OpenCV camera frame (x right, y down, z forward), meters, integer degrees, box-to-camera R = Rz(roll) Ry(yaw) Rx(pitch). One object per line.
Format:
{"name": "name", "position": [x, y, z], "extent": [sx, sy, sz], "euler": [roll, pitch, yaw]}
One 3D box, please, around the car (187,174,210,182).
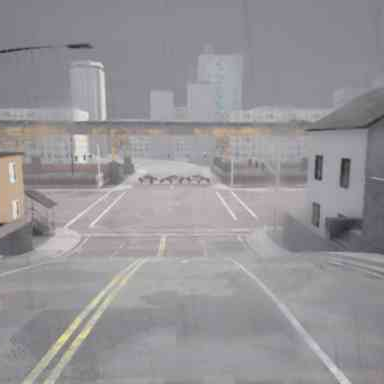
{"name": "car", "position": [1.282, -2.795, 68.954], "extent": [4.974, 1.542, 2.038], "euler": [5, 10, 27]}

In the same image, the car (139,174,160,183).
{"name": "car", "position": [-8.719, -2.812, 68.035], "extent": [4.536, 1.218, 1.853], "euler": [8, 12, 42]}

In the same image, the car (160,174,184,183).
{"name": "car", "position": [-4.032, -2.821, 68.106], "extent": [4.536, 1.218, 1.853], "euler": [-7, 11, -37]}

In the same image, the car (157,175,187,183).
{"name": "car", "position": [-4.073, -2.661, 68.100], "extent": [4.974, 1.542, 2.038], "euler": [-7, 11, -37]}

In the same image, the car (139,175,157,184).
{"name": "car", "position": [-8.680, -2.651, 68.025], "extent": [4.974, 1.542, 2.038], "euler": [8, 12, 42]}

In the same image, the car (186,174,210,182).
{"name": "car", "position": [1.236, -2.955, 68.953], "extent": [4.536, 1.218, 1.853], "euler": [5, 10, 27]}
